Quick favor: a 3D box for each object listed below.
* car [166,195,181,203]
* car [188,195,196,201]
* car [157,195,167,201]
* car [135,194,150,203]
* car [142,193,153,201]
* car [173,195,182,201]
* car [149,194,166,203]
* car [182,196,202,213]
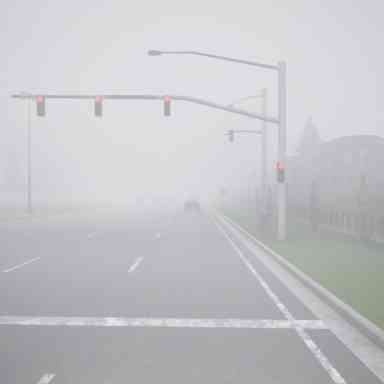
[{"bbox_3d":[-3.484,1.491,68.111,2.128,1.511,4.902,0,0,0],"label":"car"},{"bbox_3d":[0.019,1.356,78.530,1.812,1.442,4.674,0,0,0],"label":"car"},{"bbox_3d":[-6.981,1.384,78.532,1.994,1.385,4.181,0,0,0],"label":"car"},{"bbox_3d":[-10.484,1.563,68.496,1.994,1.385,4.181,0,0,0],"label":"car"},{"bbox_3d":[-10.481,1.187,78.503,2.097,1.767,4.553,0,0,0],"label":"car"},{"bbox_3d":[-3.481,1.427,78.561,1.895,1.301,4.718,0,0,0],"label":"car"},{"bbox_3d":[-6.984,1.477,68.112,1.882,1.535,5.008,0,0,0],"label":"car"},{"bbox_3d":[0.009,1.504,37.497,1.837,1.490,4.892,0,0,0],"label":"car"}]
